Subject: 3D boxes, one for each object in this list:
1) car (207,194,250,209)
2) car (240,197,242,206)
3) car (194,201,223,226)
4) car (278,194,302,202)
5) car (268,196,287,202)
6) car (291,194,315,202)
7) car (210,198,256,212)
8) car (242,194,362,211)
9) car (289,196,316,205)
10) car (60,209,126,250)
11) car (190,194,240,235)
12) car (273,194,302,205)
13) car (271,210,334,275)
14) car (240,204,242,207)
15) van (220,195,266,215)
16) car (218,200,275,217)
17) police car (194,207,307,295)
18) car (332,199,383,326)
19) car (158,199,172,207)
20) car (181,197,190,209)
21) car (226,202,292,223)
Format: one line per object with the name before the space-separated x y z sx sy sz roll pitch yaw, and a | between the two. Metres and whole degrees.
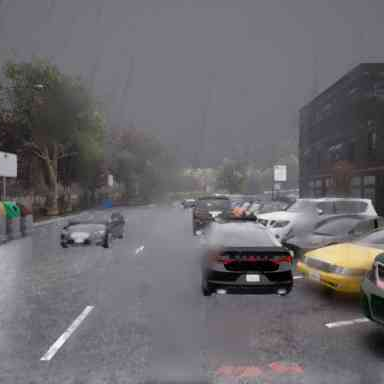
car | 5.187 1.330 47.160 5.566 2.045 2.435 1 0 -20
car | 5.248 1.382 20.101 4.553 1.767 2.185 1 0 -20
car | 1.101 1.512 24.783 1.882 1.535 5.008 0 0 0
car | 23.616 1.440 80.383 2.435 2.045 5.566 0 -1 -22
car | 20.593 1.719 80.285 2.163 1.488 4.792 0 -1 -22
car | 26.676 1.441 80.434 2.435 2.045 5.566 1 -1 -22
car | 5.027 1.558 41.065 5.366 1.575 1.946 1 0 -20
car | 5.269 1.246 14.087 5.566 2.045 2.435 1 0 -20
car | 20.991 1.666 63.342 2.163 1.488 4.792 0 1 -22
car | -4.127 1.504 14.567 2.128 1.511 4.902 0 0 -1
car | 1.119 1.245 18.813 2.150 2.045 5.566 0 0 0
car | 18.077 1.384 63.214 2.435 2.045 5.566 0 1 -22
car | 5.269 1.523 11.085 4.792 1.488 2.163 1 0 -20
car | 5.261 1.532 17.086 4.792 1.488 2.163 1 0 -20
van | 5.344 1.323 35.168 4.442 1.987 1.878 1 0 -20
car | 5.238 1.538 32.122 5.008 1.535 2.097 1 0 -20
police car | 1.145 1.431 8.892 1.930 1.638 5.238 0 0 0
car | 5.299 1.236 5.070 5.566 2.045 2.435 1 0 -20
car | -4.202 1.711 52.083 1.895 1.301 4.718 0 0 0
car | -0.203 1.619 46.323 1.812 1.442 4.674 0 0 0
car | 5.266 1.562 26.110 4.674 1.452 2.002 1 0 -20
